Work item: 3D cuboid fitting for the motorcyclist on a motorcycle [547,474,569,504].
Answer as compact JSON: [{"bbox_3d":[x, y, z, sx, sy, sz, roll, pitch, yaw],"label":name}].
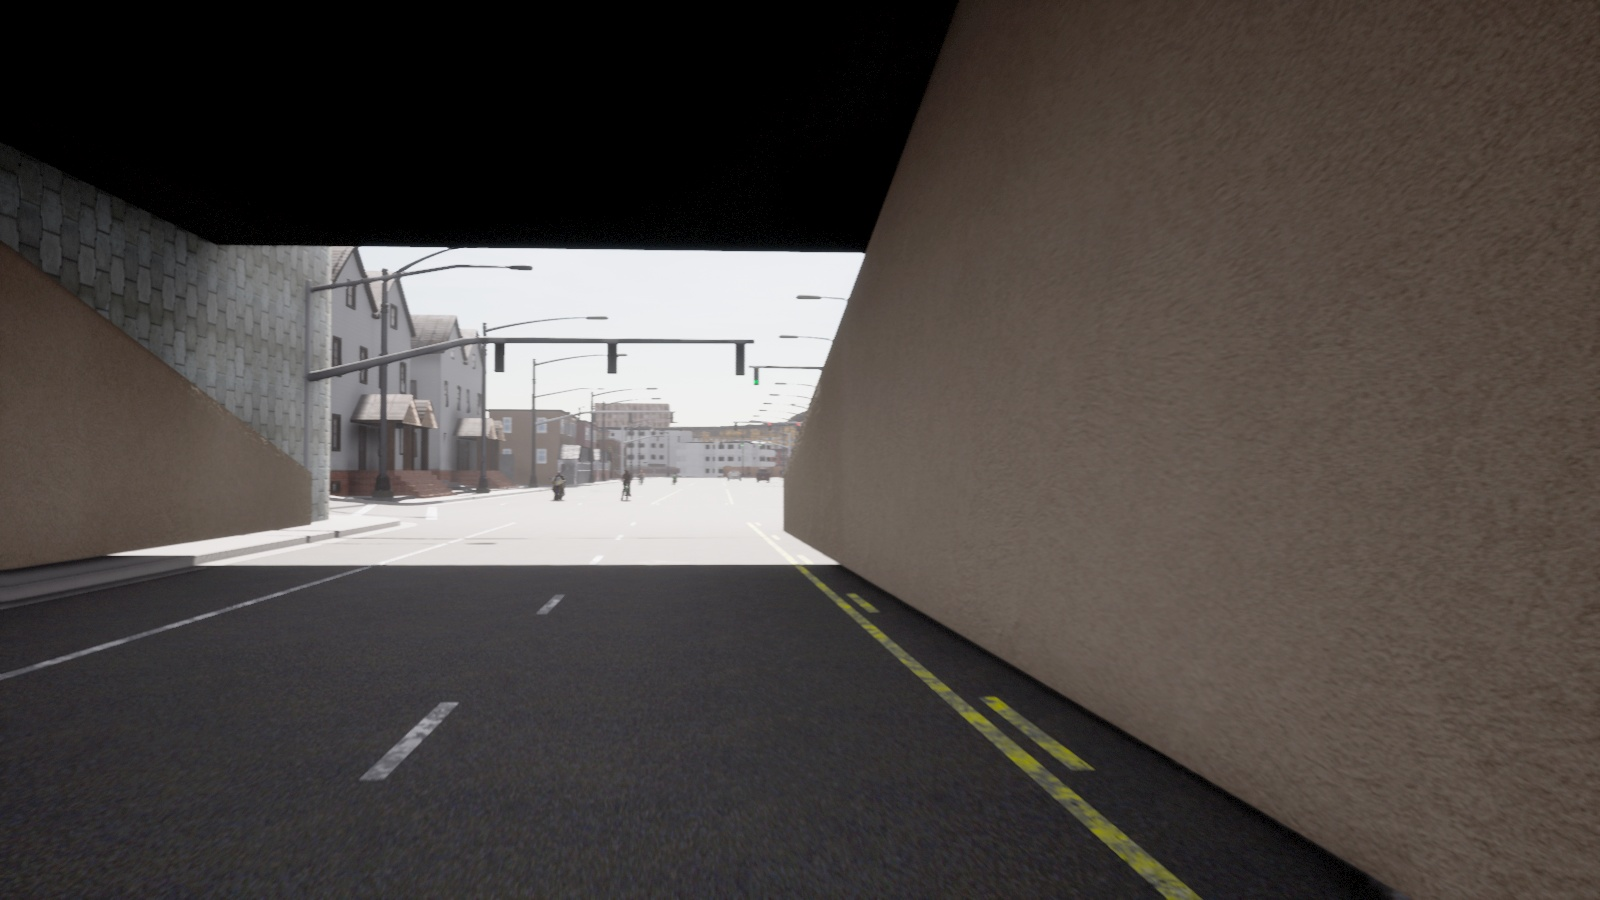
[{"bbox_3d":[-12.520,2.002,64.966,0.866,1.530,2.191,0,-1,-5],"label":"motorcyclist on a motorcycle"}]
